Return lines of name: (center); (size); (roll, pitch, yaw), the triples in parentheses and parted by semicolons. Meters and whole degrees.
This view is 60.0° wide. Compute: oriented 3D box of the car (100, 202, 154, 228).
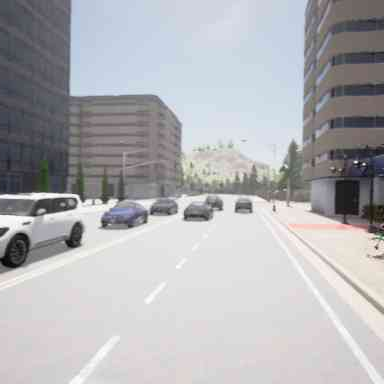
car: (-4.048, 1.340, 20.788); (1.812, 1.442, 4.674); (1, 0, 9)

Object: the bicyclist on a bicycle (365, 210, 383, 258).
bicyclist on a bicycle: (6.494, 1.355, 10.771); (1.656, 1.620, 0.582); (1, 0, 9)

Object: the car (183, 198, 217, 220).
car: (0.576, 1.429, 26.420); (1.994, 1.385, 4.181); (1, 0, 10)

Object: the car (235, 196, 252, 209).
car: (7.020, 1.365, 45.314); (2.128, 1.511, 4.902); (1, 0, 9)

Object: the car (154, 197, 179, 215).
car: (-2.468, 1.292, 30.661); (1.837, 1.490, 4.892); (1, 0, 9)

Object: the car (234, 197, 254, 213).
car: (5.608, 1.404, 36.062); (1.837, 1.490, 4.892); (1, 0, 9)

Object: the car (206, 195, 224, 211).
car: (2.511, 1.184, 38.558); (2.097, 1.767, 4.553); (1, 0, 9)

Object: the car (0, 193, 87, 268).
car: (-5.575, 1.062, 11.156); (2.150, 2.045, 5.566); (1, 0, 9)
